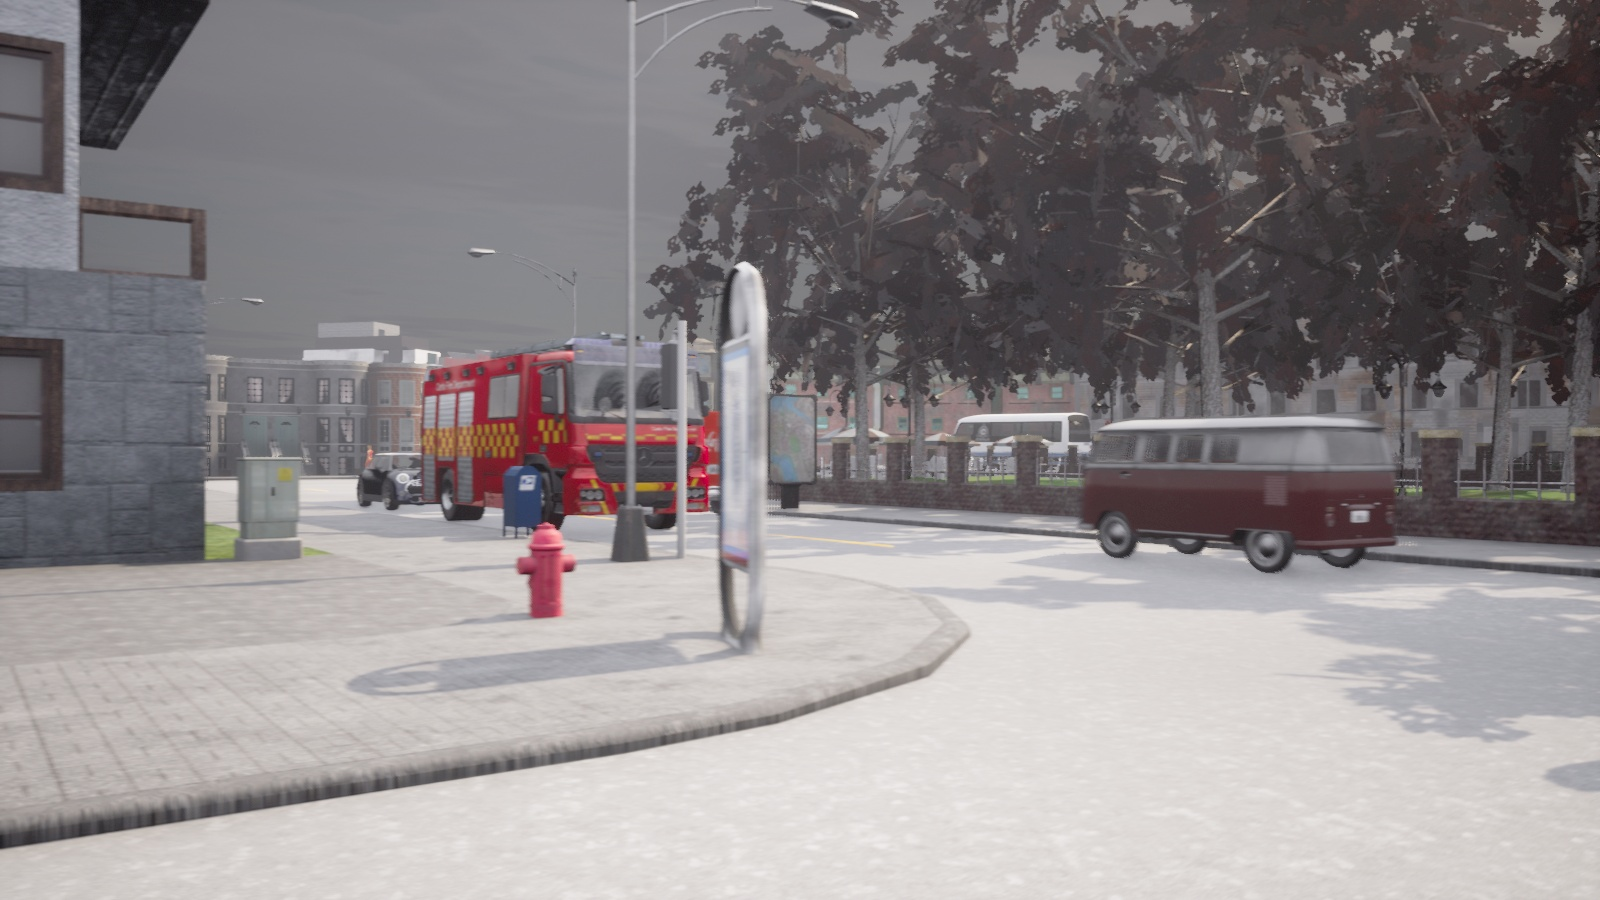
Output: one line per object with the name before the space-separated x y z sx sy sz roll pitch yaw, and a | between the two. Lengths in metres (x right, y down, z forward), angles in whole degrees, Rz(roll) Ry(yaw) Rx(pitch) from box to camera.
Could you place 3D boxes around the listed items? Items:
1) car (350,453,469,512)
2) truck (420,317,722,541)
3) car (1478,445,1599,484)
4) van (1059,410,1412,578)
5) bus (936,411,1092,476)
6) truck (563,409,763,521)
car | -10.458 0.814 33.506 1.970 1.475 3.806 0 0 -35
truck | -5.019 -0.346 25.709 2.891 3.827 8.468 0 0 -34
car | 35.578 0.676 60.621 2.097 1.767 4.553 0 0 -35
van | 5.753 0.527 17.180 1.775 1.987 4.442 0 0 -32
bus | 14.811 -0.456 87.642 10.273 4.253 3.944 0 1 45
truck | -3.432 0.340 30.424 2.627 2.467 5.204 0 0 -35
